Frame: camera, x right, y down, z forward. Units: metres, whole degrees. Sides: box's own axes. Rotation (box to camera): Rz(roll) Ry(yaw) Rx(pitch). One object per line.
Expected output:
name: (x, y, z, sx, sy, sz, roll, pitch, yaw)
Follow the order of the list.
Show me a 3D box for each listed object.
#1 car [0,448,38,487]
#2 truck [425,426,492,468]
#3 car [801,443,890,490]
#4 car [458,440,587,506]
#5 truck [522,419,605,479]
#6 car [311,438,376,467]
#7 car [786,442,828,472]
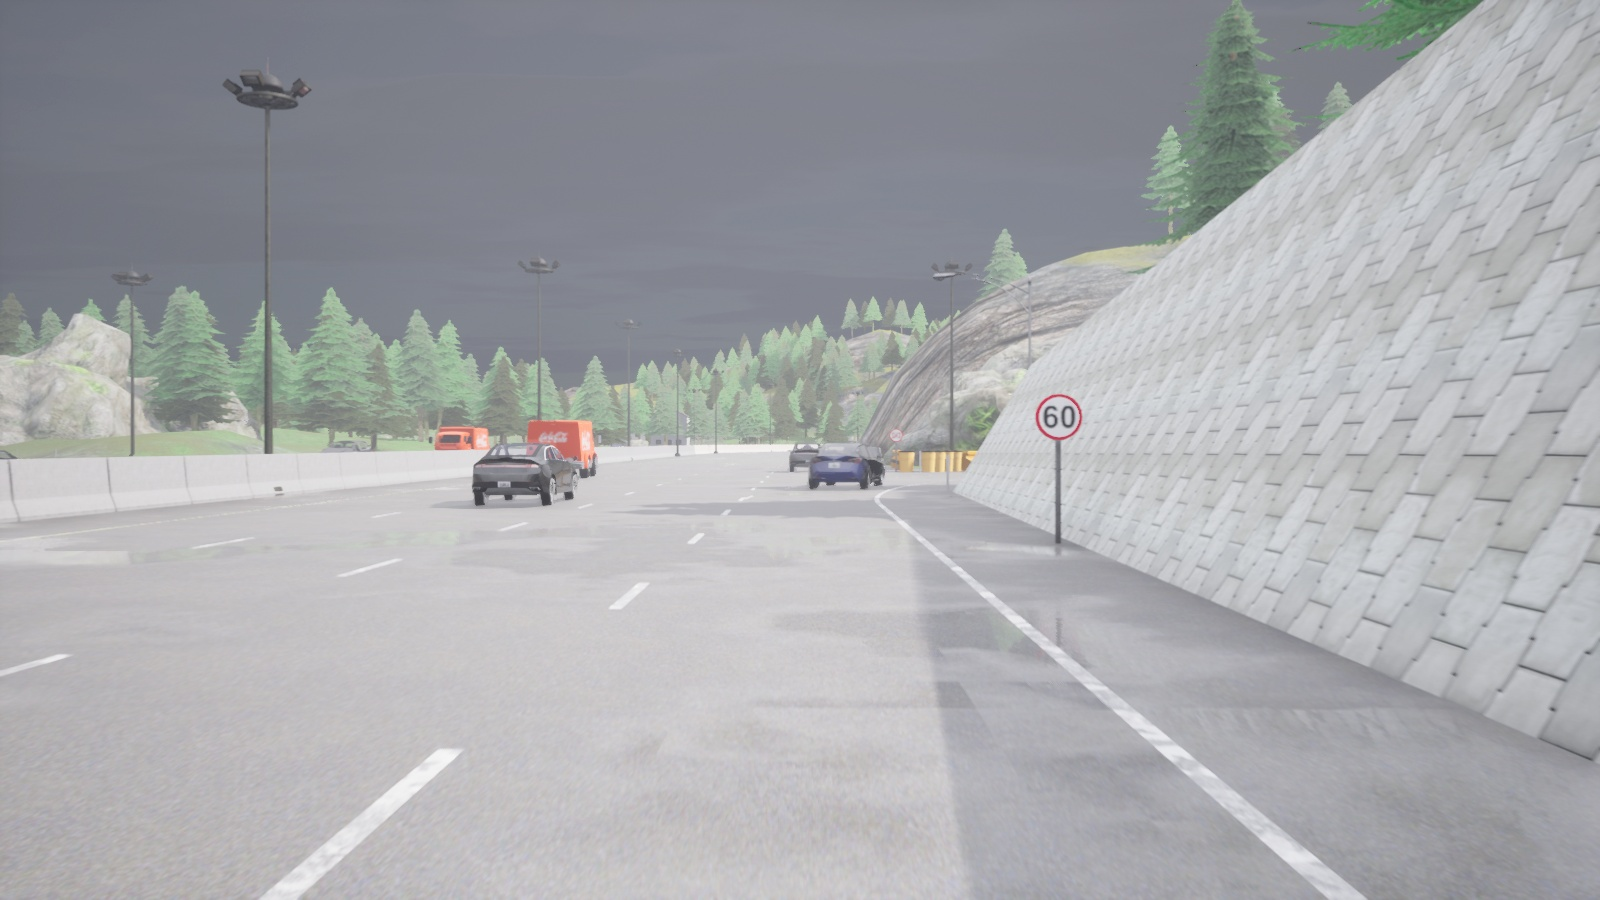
car: (-27.748, 0.588, 41.789, 1.895, 1.301, 4.718, 0, 0, 0)
truck: (-20.554, -0.185, 75.776, 2.627, 2.467, 5.204, 0, 0, 0)
car: (1.591, 0.510, 41.930, 2.163, 1.488, 4.792, 0, 0, 12)
car: (-6.806, 0.520, 31.386, 2.128, 1.511, 4.902, 0, 0, 0)
truck: (-10.175, -0.057, 54.485, 2.627, 2.467, 5.204, 0, 0, 0)
car: (-27.553, 0.139, 75.956, 2.242, 1.667, 4.611, 0, 0, 0)
car: (0.391, 0.329, 66.128, 2.128, 1.511, 4.902, 0, 0, 0)
